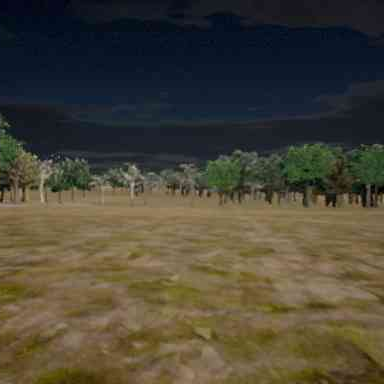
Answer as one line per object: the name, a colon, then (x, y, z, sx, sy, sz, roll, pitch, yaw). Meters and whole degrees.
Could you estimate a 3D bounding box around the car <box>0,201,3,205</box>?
car: (-38.385, 1.970, 64.189, 1.895, 1.301, 4.718, 1, -1, -7)
